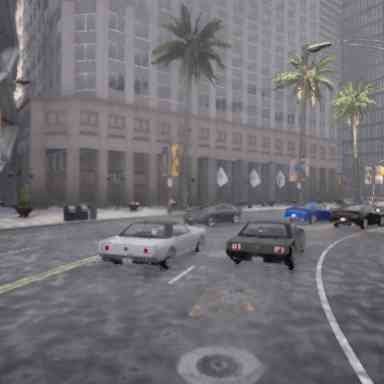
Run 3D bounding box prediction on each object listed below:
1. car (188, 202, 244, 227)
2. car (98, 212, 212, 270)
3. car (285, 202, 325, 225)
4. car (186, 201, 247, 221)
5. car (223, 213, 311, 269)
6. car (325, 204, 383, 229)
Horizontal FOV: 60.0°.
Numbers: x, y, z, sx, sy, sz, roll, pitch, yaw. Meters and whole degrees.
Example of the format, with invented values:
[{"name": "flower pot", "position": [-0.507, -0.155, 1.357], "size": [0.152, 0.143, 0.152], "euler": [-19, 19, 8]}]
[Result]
[{"name": "car", "position": [1.460, 1.497, 22.492], "size": [1.837, 1.490, 4.892], "euler": [0, -1, 40]}, {"name": "car", "position": [-1.005, 1.588, 11.146], "size": [1.895, 1.301, 4.718], "euler": [0, 0, 20]}, {"name": "car", "position": [8.843, 1.503, 24.608], "size": [5.008, 1.535, 1.882], "euler": [1, -1, -43]}, {"name": "car", "position": [2.193, 1.537, 28.420], "size": [5.357, 1.411, 2.033], "euler": [0, 0, -43]}, {"name": "car", "position": [2.743, 1.606, 11.327], "size": [1.895, 1.301, 4.718], "euler": [0, 0, 24]}, {"name": "car", "position": [10.993, 1.516, 21.896], "size": [5.008, 1.535, 1.882], "euler": [0, 0, -43]}]
